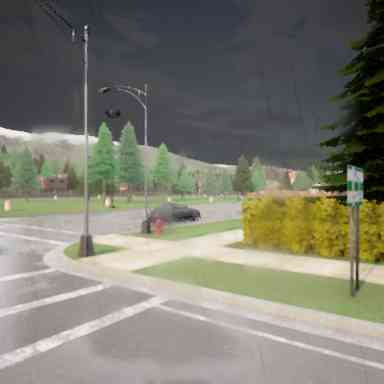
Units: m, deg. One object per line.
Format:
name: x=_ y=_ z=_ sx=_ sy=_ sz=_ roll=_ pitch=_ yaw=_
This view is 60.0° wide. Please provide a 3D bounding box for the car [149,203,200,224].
car: x=-1.206 y=1.522 z=24.227 sx=1.994 sy=1.385 sz=4.181 roll=0 pitch=0 yaw=36
